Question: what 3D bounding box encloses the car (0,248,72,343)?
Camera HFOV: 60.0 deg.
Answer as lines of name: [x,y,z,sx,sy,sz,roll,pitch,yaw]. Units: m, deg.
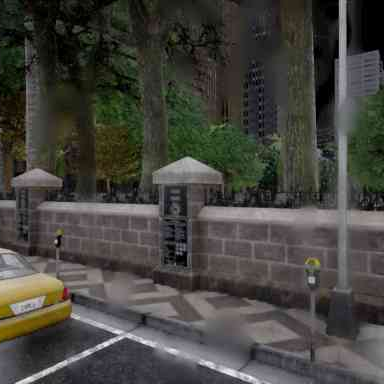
car: [-4.131,1.526,5.926,4.829,1.417,1.752,0,0,36]
